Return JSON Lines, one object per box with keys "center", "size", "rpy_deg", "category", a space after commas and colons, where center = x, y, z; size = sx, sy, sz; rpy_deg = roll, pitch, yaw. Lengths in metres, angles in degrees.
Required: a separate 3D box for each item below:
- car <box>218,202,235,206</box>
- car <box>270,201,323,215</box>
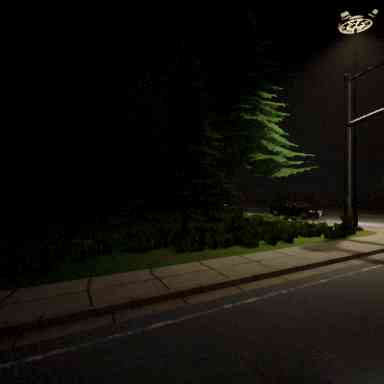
{"center": [3.120, 1.379, 36.892], "size": [2.097, 1.767, 4.553], "rpy_deg": [0, 0, -35], "category": "car"}
{"center": [8.864, 1.518, 28.570], "size": [2.128, 1.511, 4.902], "rpy_deg": [0, 0, -35], "category": "car"}
